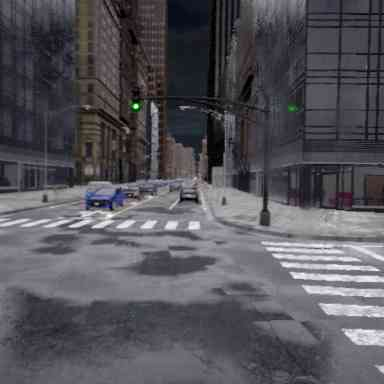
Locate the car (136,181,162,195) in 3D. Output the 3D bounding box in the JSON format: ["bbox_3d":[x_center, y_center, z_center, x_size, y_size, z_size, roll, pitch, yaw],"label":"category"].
[{"bbox_3d":[-5.673,-0.346,44.286,2.033,1.411,5.357,1,2,1],"label":"car"}]

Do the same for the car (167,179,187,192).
[{"bbox_3d":[-2.401,-0.865,53.251,2.097,1.767,4.553,1,2,1],"label":"car"}]

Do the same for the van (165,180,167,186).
[{"bbox_3d":[-7.836,-2.151,82.297,1.690,1.788,3.998,1,2,1],"label":"van"}]

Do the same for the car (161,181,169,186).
[{"bbox_3d":[-7.639,-2.414,93.591,1.887,1.381,4.507,1,2,1],"label":"car"}]

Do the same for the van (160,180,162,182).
[{"bbox_3d":[-8.038,-1.683,71.011,1.690,1.788,3.998,1,2,1],"label":"van"}]

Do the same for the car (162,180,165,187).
[{"bbox_3d":[-7.941,-1.714,76.662,1.887,1.381,4.507,1,2,1],"label":"car"}]

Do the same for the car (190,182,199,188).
[{"bbox_3d":[0.581,-1.560,76.520,1.802,1.307,4.206,1,2,1],"label":"car"}]

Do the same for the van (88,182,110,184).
[{"bbox_3d":[-8.745,-0.077,31.509,1.690,1.788,3.998,1,2,1],"label":"van"}]

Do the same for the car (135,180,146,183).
[{"bbox_3d":[-8.444,-0.658,48.443,1.967,1.590,4.097,1,2,1],"label":"car"}]

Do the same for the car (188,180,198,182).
[{"bbox_3d":[0.279,-0.898,59.588,1.887,1.381,4.507,1,2,1],"label":"car"}]

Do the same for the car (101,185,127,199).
[{"bbox_3d":[-8.649,-0.062,37.162,1.802,1.307,4.206,1,2,1],"label":"car"}]

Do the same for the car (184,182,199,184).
[{"bbox_3d":[0.076,-0.400,48.303,1.802,1.307,4.206,1,2,1],"label":"car"}]

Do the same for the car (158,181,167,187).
[{"bbox_3d":[-7.740,-2.160,87.949,1.947,1.339,4.313,1,2,1],"label":"car"}]

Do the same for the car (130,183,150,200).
[{"bbox_3d":[-5.927,0.085,33.944,1.994,1.385,4.181,1,2,2],"label":"car"}]

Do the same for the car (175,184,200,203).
[{"bbox_3d":[-0.226,0.264,31.371,1.947,1.339,4.313,1,2,1],"label":"car"}]

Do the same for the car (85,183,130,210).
[{"bbox_3d":[-6.118,0.394,23.991,1.882,1.535,5.008,1,2,1],"label":"car"}]
